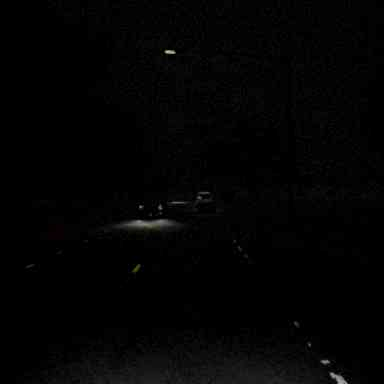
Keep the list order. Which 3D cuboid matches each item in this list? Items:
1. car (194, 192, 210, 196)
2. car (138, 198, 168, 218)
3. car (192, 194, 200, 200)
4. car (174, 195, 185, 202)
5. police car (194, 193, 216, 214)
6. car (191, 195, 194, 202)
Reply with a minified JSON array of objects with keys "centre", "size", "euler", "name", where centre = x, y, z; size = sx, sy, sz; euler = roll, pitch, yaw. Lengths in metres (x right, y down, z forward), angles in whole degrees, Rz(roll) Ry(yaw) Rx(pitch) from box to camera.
[{"centre":[1.628,1.031,44.559],"size":[2.150,2.045,5.566],"euler":[0,0,1],"name":"car"},{"centre":[-3.260,1.295,28.504],"size":[2.097,1.767,4.553],"euler":[-1,-2,1],"name":"car"},{"centre":[1.061,1.147,84.244],"size":[1.994,1.385,4.181],"euler":[-1,0,1],"name":"car"},{"centre":[-2.588,1.373,69.383],"size":[1.994,1.385,4.181],"euler":[-1,0,1],"name":"car"},{"centre":[1.465,1.305,34.632],"size":[1.930,1.638,5.238],"euler":[-1,0,1],"name":"police car"},{"centre":[0.856,1.234,68.818],"size":[1.994,1.385,4.181],"euler":[0,0,1],"name":"car"}]
